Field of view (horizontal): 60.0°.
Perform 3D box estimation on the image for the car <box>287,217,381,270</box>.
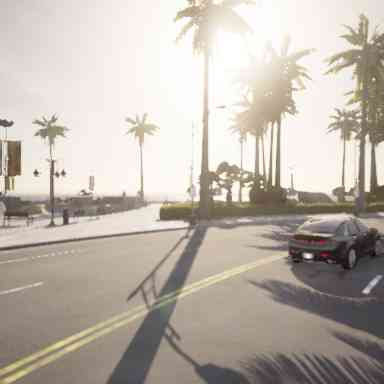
[{"bbox_3d":[5.071,1.628,11.597,1.837,1.490,4.892,-1,0,43],"label":"car"}]
